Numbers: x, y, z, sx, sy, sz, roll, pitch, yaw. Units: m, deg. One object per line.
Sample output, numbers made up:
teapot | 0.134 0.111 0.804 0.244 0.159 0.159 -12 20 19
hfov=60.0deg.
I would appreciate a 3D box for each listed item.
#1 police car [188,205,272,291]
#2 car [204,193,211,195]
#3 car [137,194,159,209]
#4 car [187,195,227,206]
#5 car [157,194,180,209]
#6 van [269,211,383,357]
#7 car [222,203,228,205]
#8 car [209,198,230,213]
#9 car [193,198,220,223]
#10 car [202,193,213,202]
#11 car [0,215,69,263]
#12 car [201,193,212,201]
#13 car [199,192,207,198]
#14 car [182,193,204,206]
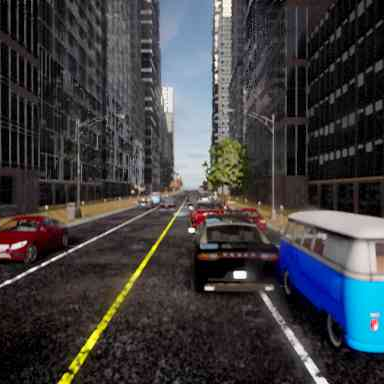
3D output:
police car | 0.929 1.364 8.939 1.930 1.638 5.238 0 0 0
car | 2.842 1.236 45.651 2.008 1.369 4.403 0 0 0
car | -5.558 1.279 39.990 2.008 1.369 4.403 0 0 0
car | 0.912 1.224 18.790 2.097 1.767 4.553 0 0 0
car | -2.963 1.265 41.319 2.033 1.411 5.357 0 0 0
van | 2.709 1.301 5.804 1.690 1.788 3.998 0 0 0
car | 2.747 1.465 17.189 1.802 1.307 4.206 0 0 0
car | 2.804 1.349 34.266 1.802 1.307 4.206 0 0 0
car | 0.983 1.285 25.019 1.801 1.575 5.366 0 0 0
car | 2.899 0.987 62.727 1.967 1.590 4.097 0 0 0
car | -5.653 1.504 11.528 1.802 1.307 4.206 0 0 0
car | 2.917 0.940 68.419 1.967 1.590 4.097 0 0 0
car | 2.994 0.848 91.189 1.887 1.381 4.507 0 1 0
car | 0.160 1.176 45.726 2.128 1.511 4.902 0 0 0
